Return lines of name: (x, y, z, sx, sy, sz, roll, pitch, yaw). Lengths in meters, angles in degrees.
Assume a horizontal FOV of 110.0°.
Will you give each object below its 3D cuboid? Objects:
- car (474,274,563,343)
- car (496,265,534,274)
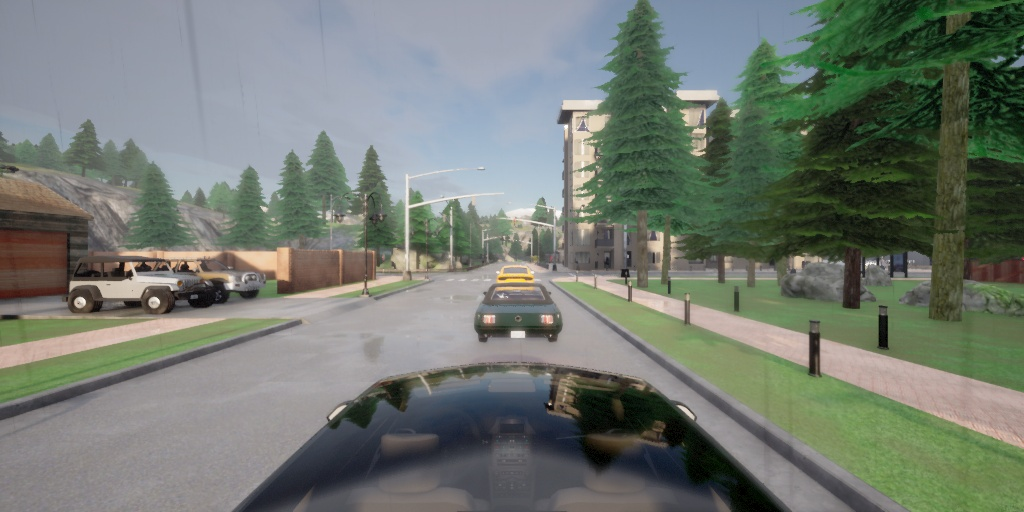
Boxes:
car: (0.145, 1.351, 9.700, 1.895, 1.301, 4.718, 0, 0, 0)
car: (0.174, 1.228, 19.040, 1.882, 1.535, 5.008, 0, 0, 0)
